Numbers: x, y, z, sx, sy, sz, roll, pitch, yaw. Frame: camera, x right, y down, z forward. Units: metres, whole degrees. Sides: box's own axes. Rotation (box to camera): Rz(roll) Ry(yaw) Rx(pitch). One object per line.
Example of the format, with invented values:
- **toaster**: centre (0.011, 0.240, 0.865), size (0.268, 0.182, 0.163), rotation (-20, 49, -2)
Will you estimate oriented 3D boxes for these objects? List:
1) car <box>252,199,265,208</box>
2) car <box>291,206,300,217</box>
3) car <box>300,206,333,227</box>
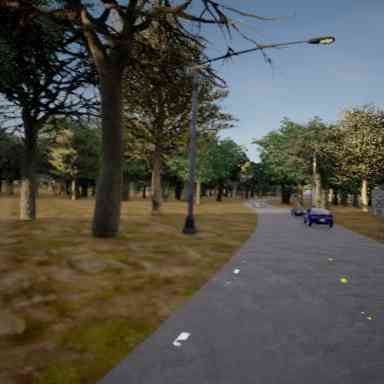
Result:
- **car**: centre (13.046, 2.189, 65.011), size (2.097, 1.767, 4.553), rotation (2, 0, 5)
- **car**: centre (13.134, 2.385, 40.266), size (1.895, 1.301, 4.718), rotation (2, 0, 9)
- **car**: centre (10.890, 2.124, 28.878), size (1.882, 1.535, 5.008), rotation (2, 0, 12)
